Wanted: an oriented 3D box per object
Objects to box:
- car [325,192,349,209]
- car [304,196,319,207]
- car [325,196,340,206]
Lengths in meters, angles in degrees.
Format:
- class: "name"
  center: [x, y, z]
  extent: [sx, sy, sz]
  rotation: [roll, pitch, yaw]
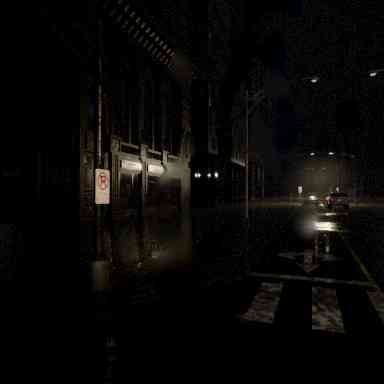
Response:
- class: "car"
  center: [17.810, 0.988, 40.682]
  extent: [2.150, 2.045, 5.566]
  rotation: [0, 0, 20]
- class: "car"
  center: [16.606, 1.286, 46.272]
  extent: [2.033, 1.411, 5.357]
  rotation: [0, 0, 20]
- class: "car"
  center: [21.422, 1.311, 50.764]
  extent: [1.895, 1.301, 4.718]
  rotation: [0, 0, 20]
